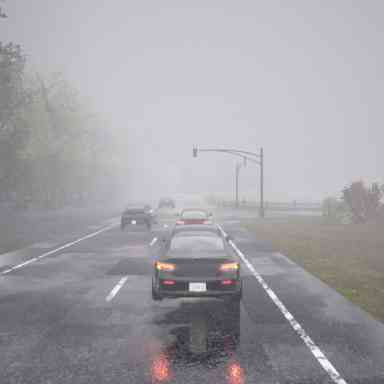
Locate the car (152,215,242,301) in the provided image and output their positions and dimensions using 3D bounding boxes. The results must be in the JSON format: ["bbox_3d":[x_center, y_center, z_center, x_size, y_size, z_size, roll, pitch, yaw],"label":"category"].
[{"bbox_3d":[0.102,1.528,8.221,1.812,1.442,4.674,0,0,0],"label":"car"}]

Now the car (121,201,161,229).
[{"bbox_3d":[-3.397,1.509,21.855,1.837,1.490,4.892,0,0,0],"label":"car"}]

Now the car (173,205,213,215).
[{"bbox_3d":[0.106,1.530,17.095,1.812,1.442,4.674,0,0,0],"label":"car"}]

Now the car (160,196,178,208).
[{"bbox_3d":[-3.395,1.357,46.452,2.097,1.767,4.553,0,0,0],"label":"car"}]
